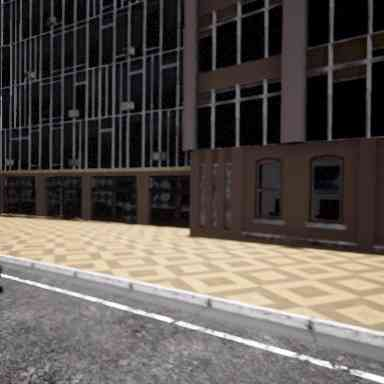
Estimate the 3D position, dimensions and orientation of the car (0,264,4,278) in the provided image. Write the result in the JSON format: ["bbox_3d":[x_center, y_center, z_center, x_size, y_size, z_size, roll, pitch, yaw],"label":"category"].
[{"bbox_3d":[-6.827,1.535,8.178,5.357,1.411,2.033,0,0,33],"label":"car"}]
